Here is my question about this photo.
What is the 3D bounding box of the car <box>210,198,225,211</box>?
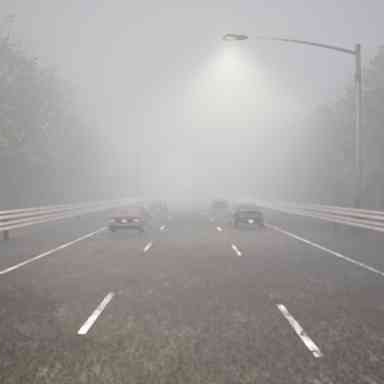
[{"bbox_3d":[3.247,1.437,40.436,1.882,1.535,5.008,0,0,-1],"label":"car"}]

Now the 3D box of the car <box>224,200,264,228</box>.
[{"bbox_3d":[3.482,1.486,22.203,1.837,1.490,4.892,0,0,-1],"label":"car"}]

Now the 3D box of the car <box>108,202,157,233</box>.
[{"bbox_3d":[-3.492,1.531,19.505,2.033,1.411,5.357,0,0,0],"label":"car"}]

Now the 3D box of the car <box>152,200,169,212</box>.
[{"bbox_3d":[-3.715,1.562,38.078,1.895,1.301,4.718,0,0,-1],"label":"car"}]
